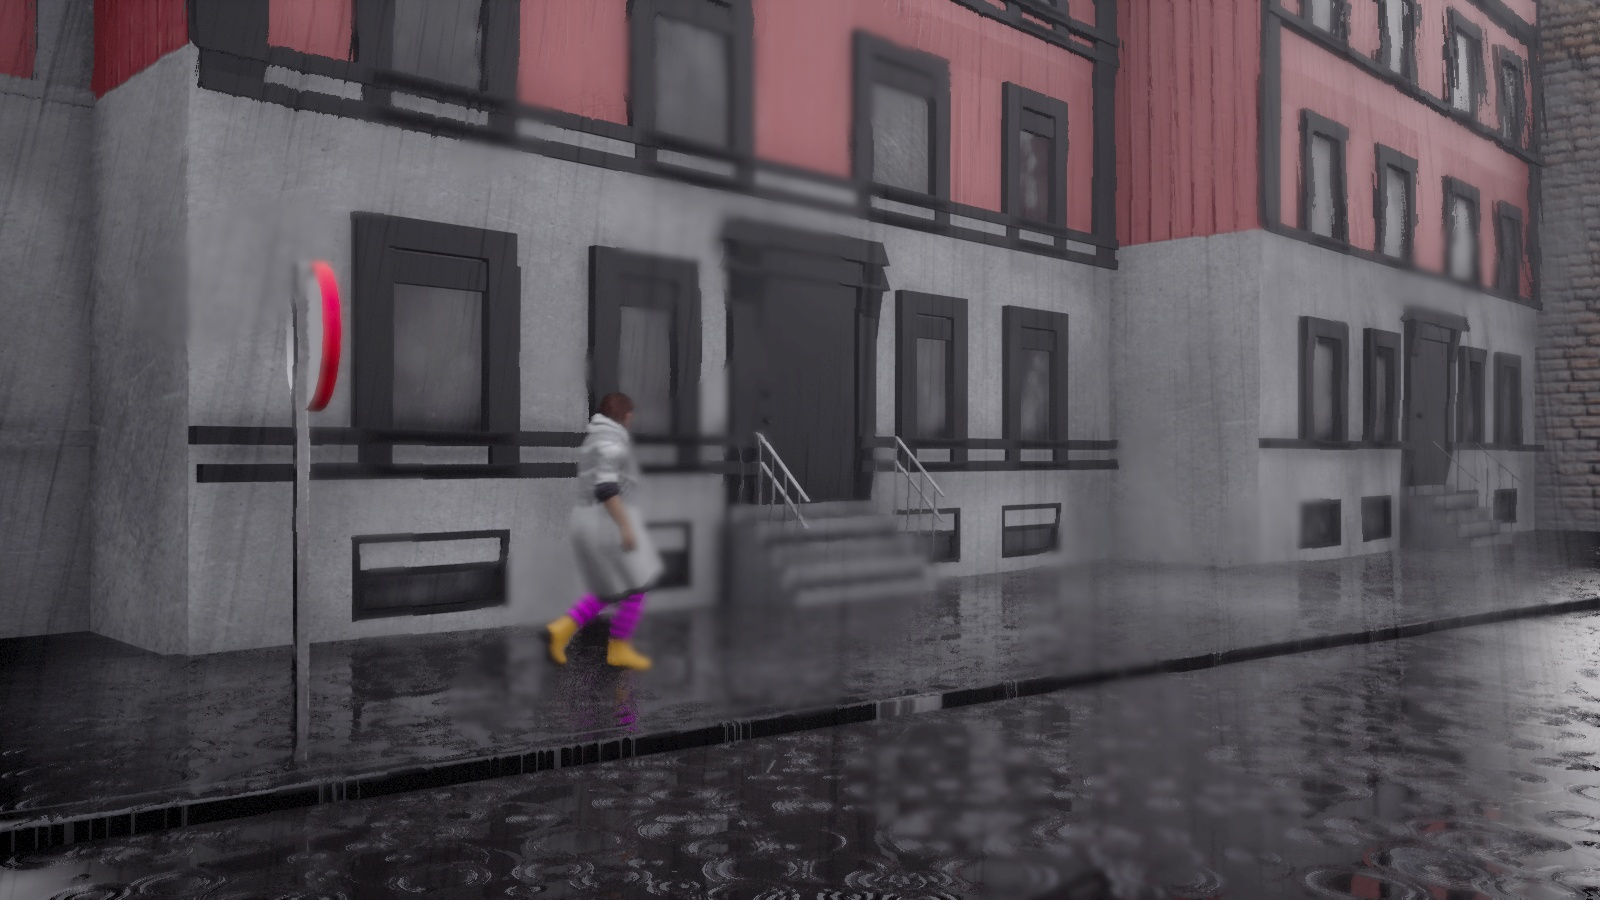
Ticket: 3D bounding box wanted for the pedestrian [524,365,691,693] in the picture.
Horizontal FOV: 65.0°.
[{"bbox_3d":[-1.231,0.471,7.987,0.873,1.952,0.659,0,0,-29],"label":"pedestrian"}]
